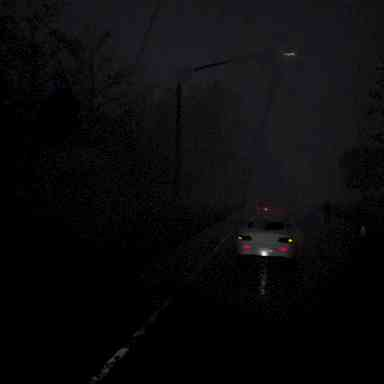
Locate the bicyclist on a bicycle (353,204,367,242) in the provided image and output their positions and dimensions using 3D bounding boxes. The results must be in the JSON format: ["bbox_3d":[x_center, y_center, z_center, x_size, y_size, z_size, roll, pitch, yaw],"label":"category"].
[{"bbox_3d":[8.050,1.456,16.004,0.659,1.776,1.843,1,1,13],"label":"bicyclist on a bicycle"}]

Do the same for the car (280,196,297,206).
[{"bbox_3d":[16.246,1.405,55.573,2.097,1.767,4.553,1,0,13],"label":"car"}]

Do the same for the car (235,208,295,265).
[{"bbox_3d":[2.600,1.518,11.790,1.812,1.442,4.674,1,0,13],"label":"car"}]

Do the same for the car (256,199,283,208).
[{"bbox_3d":[6.745,1.532,29.850,2.033,1.411,5.357,1,0,13],"label":"car"}]

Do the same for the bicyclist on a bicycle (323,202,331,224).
[{"bbox_3d":[10.022,1.535,24.596,0.582,1.620,1.656,1,0,13],"label":"bicyclist on a bicycle"}]
